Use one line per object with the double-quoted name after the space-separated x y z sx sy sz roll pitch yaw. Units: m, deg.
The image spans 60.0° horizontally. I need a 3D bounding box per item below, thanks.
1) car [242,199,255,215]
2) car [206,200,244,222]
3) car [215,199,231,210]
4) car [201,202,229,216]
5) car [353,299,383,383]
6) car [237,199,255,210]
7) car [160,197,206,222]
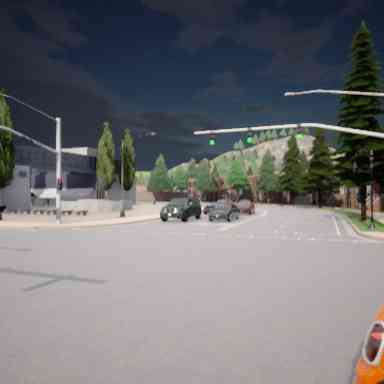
6.011 1.784 37.829 1.882 1.535 5.008 0 -1 17 "car"
2.876 1.751 29.192 1.837 1.490 4.892 0 -1 21 "car"
4.712 1.913 51.716 1.882 1.535 5.008 0 -1 -1 "car"
2.784 1.880 38.897 2.033 1.411 5.357 0 -1 18 "car"
3.691 1.357 2.262 4.553 1.767 2.097 -1 -1 37 "car"
8.179 1.913 50.871 1.837 1.490 4.892 0 0 0 "car"
-0.845 1.488 29.311 2.150 2.045 5.566 0 -1 20 "car"
